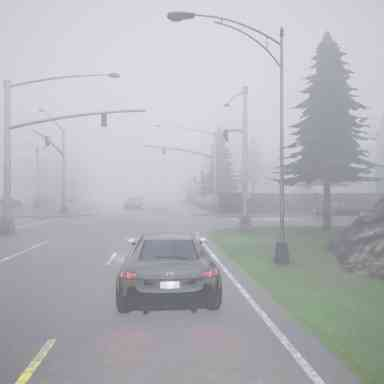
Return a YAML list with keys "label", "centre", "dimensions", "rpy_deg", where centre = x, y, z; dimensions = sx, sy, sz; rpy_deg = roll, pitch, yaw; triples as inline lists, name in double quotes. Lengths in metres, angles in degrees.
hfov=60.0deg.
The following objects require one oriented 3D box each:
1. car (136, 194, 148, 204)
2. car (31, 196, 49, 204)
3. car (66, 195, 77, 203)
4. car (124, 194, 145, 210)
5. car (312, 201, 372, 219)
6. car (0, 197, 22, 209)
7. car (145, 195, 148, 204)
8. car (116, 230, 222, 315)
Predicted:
- label: "car"
  centre: [-9.477, 1.351, 63.152]
  dimensions: [2.097, 1.767, 4.553]
  rpy_deg: [0, 0, -5]
- label: "car"
  centre: [-25.893, 1.383, 56.700]
  dimensions: [1.970, 1.475, 3.806]
  rpy_deg: [0, 0, -5]
- label: "car"
  centre: [-23.555, 1.373, 64.347]
  dimensions: [1.845, 1.501, 3.633]
  rpy_deg: [0, 0, -5]
- label: "car"
  centre: [-7.608, 1.351, 43.092]
  dimensions: [2.097, 1.767, 4.553]
  rpy_deg: [0, 0, -5]
- label: "car"
  centre: [12.716, 1.491, 28.334]
  dimensions: [4.902, 1.511, 2.128]
  rpy_deg: [0, 0, -7]
- label: "car"
  centre: [-21.330, 1.339, 38.409]
  dimensions: [2.007, 1.523, 4.514]
  rpy_deg: [0, 0, -5]
- label: "car"
  centre: [-8.538, 1.563, 52.942]
  dimensions: [1.994, 1.385, 4.181]
  rpy_deg: [0, 0, -5]
- label: "car"
  centre: [-0.556, 1.564, 7.701]
  dimensions: [1.994, 1.385, 4.181]
  rpy_deg: [0, 0, -5]
